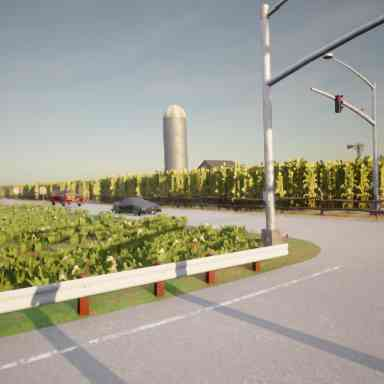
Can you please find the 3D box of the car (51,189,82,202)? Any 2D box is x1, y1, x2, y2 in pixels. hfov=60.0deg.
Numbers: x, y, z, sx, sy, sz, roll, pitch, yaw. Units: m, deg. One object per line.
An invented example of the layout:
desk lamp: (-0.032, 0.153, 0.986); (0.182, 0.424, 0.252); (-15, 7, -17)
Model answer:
car: (-14.959, 0.609, 39.354); (2.150, 2.045, 5.566); (-3, 2, -40)

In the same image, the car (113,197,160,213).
car: (-4.643, 1.154, 27.115); (2.033, 1.411, 5.357); (-3, 2, -40)
